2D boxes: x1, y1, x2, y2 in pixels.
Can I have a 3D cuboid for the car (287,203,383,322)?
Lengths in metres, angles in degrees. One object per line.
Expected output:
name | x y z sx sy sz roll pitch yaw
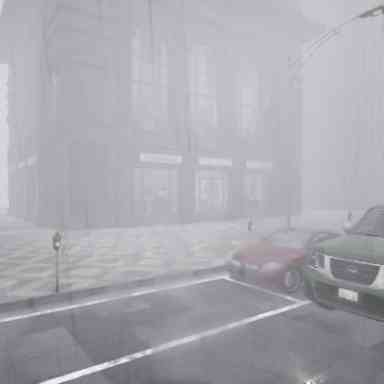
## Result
car | 4.629 1.208 6.682 5.566 2.045 2.150 0 0 -36

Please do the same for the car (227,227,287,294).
car | 2.836 1.569 8.673 4.206 1.307 1.802 0 0 -36
